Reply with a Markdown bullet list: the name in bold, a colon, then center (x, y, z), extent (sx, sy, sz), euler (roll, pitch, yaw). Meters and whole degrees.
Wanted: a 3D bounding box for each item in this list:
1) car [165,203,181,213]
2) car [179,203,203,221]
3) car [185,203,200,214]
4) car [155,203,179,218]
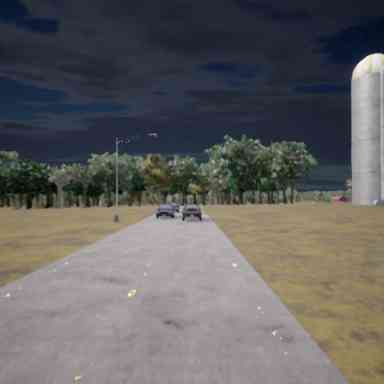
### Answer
- **car**: center (-2.751, 2.273, 48.329), extent (2.033, 1.411, 5.357), euler (0, -1, 0)
- **car**: center (0.012, 1.902, 32.042), extent (1.837, 1.490, 4.892), euler (0, -1, 0)
- **car**: center (0.044, 2.197, 45.898), extent (1.994, 1.385, 4.181), euler (0, -1, 0)
- **car**: center (-2.751, 1.999, 35.529), extent (2.033, 1.411, 5.357), euler (0, -1, 0)
